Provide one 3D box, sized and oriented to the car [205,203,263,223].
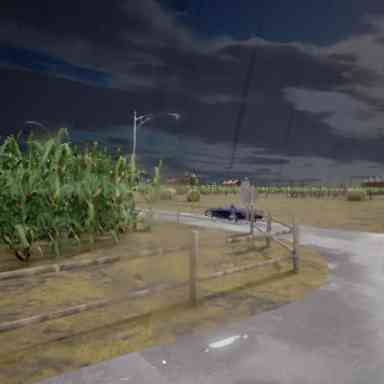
[{"bbox_3d":[2.864,1.454,24.057,1.895,1.301,4.718,2,-1,-31],"label":"car"}]
